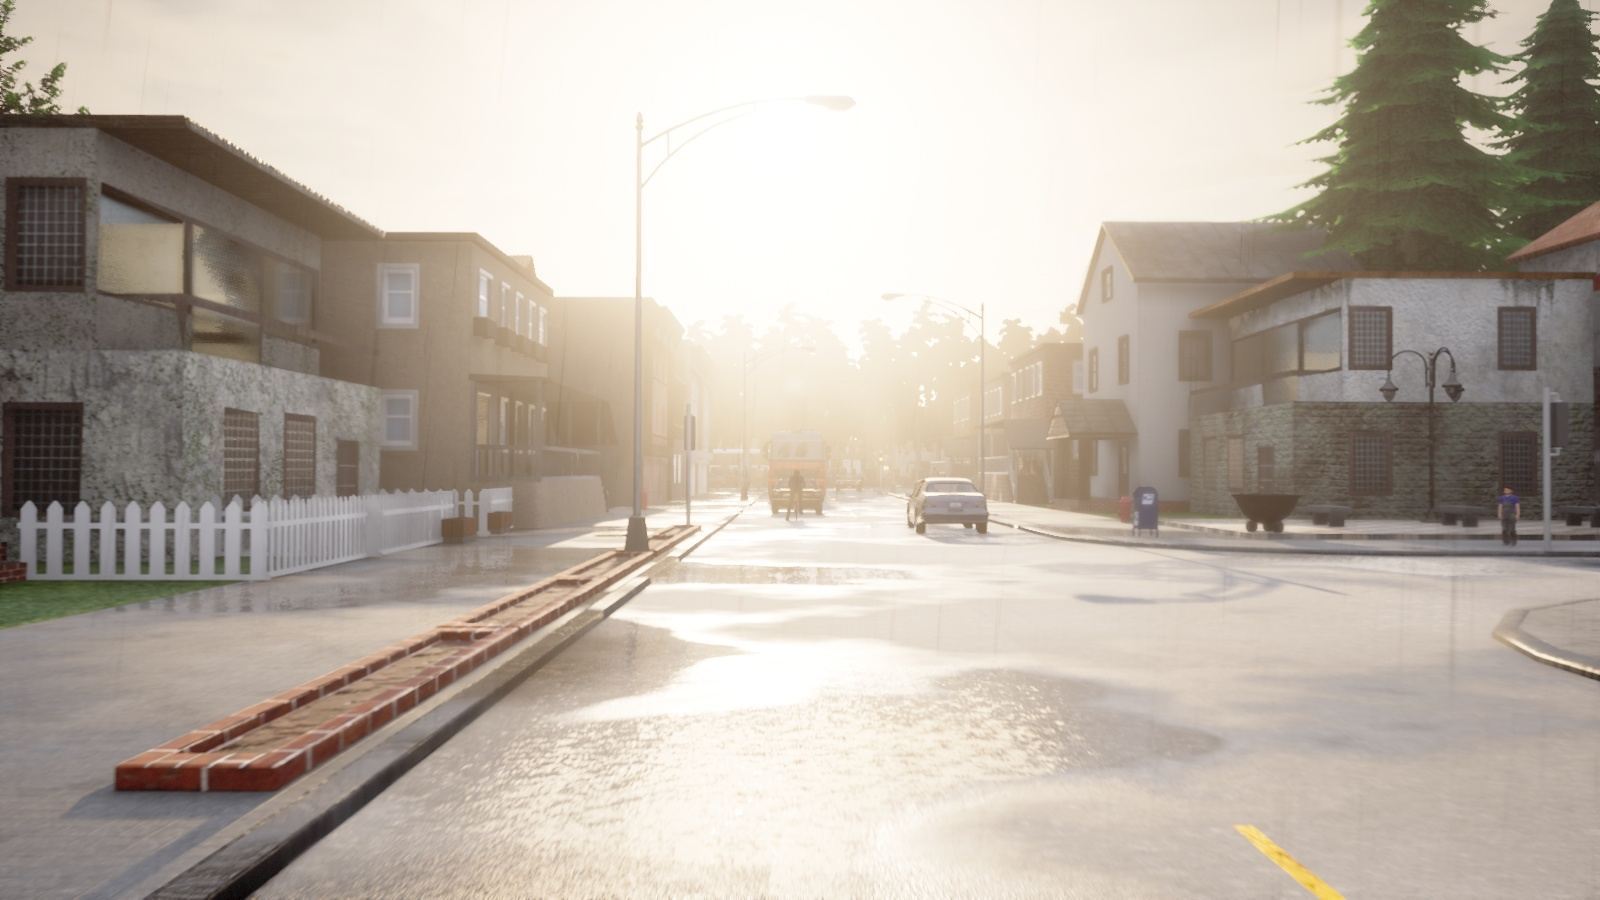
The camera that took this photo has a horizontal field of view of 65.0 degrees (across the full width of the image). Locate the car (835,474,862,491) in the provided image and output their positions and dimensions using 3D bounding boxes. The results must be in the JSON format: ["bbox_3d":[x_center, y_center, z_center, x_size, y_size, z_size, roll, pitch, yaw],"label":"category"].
[{"bbox_3d":[3.791,2.541,98.035,1.895,1.301,4.718,0,-1,0],"label":"car"}]

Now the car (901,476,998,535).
[{"bbox_3d":[3.875,1.406,33.394,2.033,1.411,5.357,0,-1,1],"label":"car"}]

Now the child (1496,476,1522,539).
[{"bbox_3d":[14.457,1.172,25.608,0.437,1.263,0.270,0,-1,-34],"label":"child"}]

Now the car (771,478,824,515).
[{"bbox_3d":[-0.099,1.703,47.042,1.895,1.301,4.718,0,-1,0],"label":"car"}]

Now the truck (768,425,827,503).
[{"bbox_3d":[-0.145,0.755,66.006,2.891,3.827,8.468,0,-1,0],"label":"truck"}]
